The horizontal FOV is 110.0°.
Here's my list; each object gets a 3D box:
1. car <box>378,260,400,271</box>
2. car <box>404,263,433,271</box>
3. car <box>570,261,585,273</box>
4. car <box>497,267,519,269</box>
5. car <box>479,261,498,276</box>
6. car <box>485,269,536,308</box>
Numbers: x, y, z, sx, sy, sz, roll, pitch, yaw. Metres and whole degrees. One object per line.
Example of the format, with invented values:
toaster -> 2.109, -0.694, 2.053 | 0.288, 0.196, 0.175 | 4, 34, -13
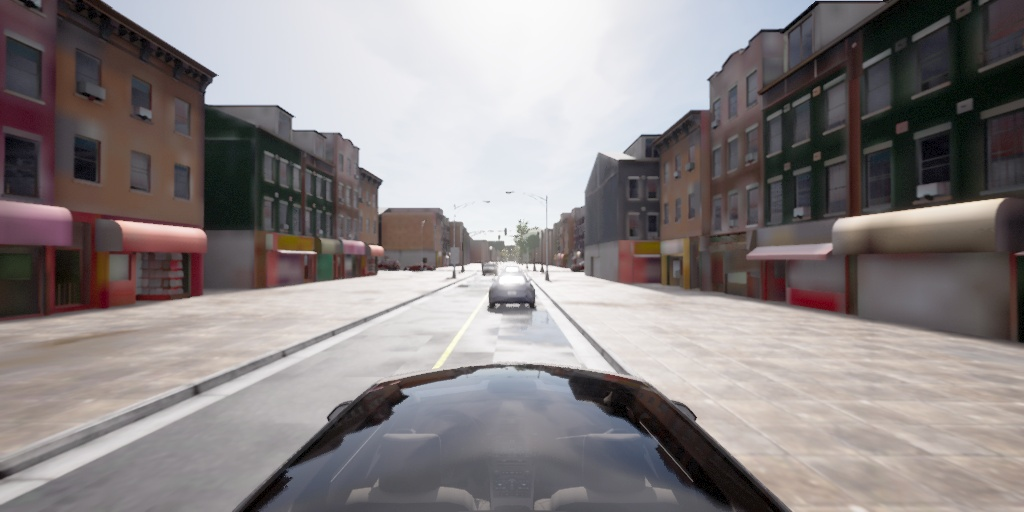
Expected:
car -> -20.116, 1.463, 56.251 | 5.009, 1.841, 2.192 | 0, 0, 0
car -> -14.683, 1.731, 56.258 | 4.507, 1.381, 1.888 | 0, 0, 0
car -> 11.726, 1.694, 56.292 | 5.009, 1.841, 2.192 | 0, 0, 0
car -> 0.014, 1.593, 31.143 | 1.994, 1.385, 4.181 | 0, -1, 0
car -> -2.739, 1.682, 45.283 | 1.837, 1.490, 4.892 | 0, -1, 0
car -> 0.008, 1.449, 16.125 | 1.994, 1.385, 4.181 | 0, 0, 0
